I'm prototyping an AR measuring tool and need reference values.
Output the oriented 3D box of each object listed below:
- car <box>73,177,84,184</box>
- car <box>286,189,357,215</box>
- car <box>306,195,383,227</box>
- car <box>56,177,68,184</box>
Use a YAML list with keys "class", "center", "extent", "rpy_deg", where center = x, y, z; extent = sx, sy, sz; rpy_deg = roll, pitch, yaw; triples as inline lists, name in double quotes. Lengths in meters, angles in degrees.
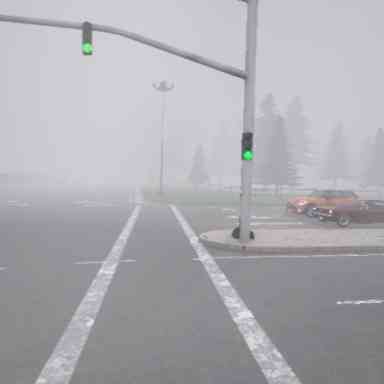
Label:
- class: "car"
  center: [-25.351, -2.558, 74.504]
  extent: [2.033, 1.411, 5.357]
  rpy_deg: [1, 3, -10]
- class: "car"
  center: [8.190, 0.614, 20.592]
  extent: [4.553, 1.767, 2.097]
  rpy_deg: [1, 3, -10]
- class: "car"
  center: [8.679, 1.034, 17.140]
  extent: [4.718, 1.301, 1.895]
  rpy_deg: [1, 3, -10]
- class: "car"
  center: [-28.800, -2.639, 73.914]
  extent: [1.812, 1.442, 4.674]
  rpy_deg: [1, 3, -10]
